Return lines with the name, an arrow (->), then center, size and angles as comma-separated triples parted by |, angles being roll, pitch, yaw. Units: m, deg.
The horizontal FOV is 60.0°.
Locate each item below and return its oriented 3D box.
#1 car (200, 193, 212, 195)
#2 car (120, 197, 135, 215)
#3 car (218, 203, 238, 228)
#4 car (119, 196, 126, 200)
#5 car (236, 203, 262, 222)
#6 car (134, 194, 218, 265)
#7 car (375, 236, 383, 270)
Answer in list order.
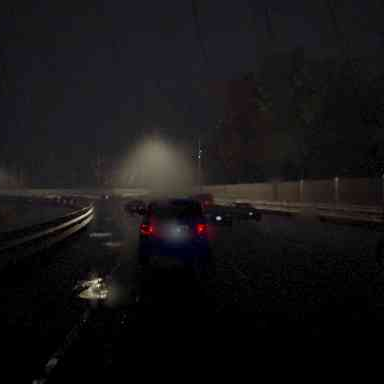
car -> 0.650, 1.179, 36.742 | 2.150, 2.045, 5.566 | 0, 0, -19
car -> -5.581, 1.535, 33.453 | 2.033, 1.411, 5.357 | 0, 0, -19
car -> 1.178, 1.535, 21.660 | 1.994, 1.385, 4.181 | 0, 0, -12
car -> -17.364, 1.578, 85.624 | 1.895, 1.301, 4.718 | 0, 0, -1
car -> 3.742, 1.520, 25.864 | 1.994, 1.385, 4.181 | 0, 0, -14
car -> -0.726, 1.212, 11.886 | 2.150, 2.045, 5.566 | 0, 0, -6
car -> 6.375, 1.316, 7.730 | 2.097, 1.767, 4.553 | 0, 0, -2
